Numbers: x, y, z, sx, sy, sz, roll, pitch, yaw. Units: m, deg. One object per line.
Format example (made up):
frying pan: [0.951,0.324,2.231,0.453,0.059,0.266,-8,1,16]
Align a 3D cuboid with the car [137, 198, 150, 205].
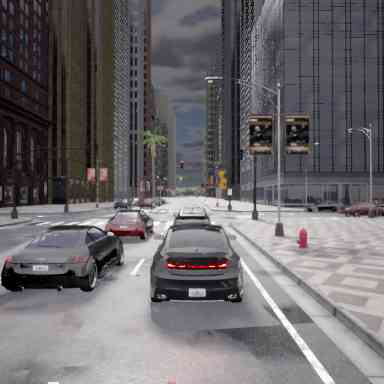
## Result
car: [-9.837,1.927,67.780,1.994,1.385,4.181,0,0,1]

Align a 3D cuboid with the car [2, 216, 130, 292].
car: [-3.166,1.576,9.010,1.994,1.385,4.181,0,0,1]

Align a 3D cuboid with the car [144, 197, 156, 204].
car: [-9.847,1.991,78.374,2.033,1.411,5.357,0,0,0]

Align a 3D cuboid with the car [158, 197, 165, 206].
car: [-6.643,1.656,60.106,2.097,1.767,4.553,0,0,0]

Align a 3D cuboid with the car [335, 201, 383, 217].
car: [15.280,1.578,29.274,4.206,1.307,1.802,0,0,-1]

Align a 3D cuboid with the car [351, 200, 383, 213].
car: [20.779,1.644,37.892,4.313,1.339,1.947,0,0,-1]

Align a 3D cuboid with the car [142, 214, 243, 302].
car: [0.091,1.515,8.234,1.837,1.490,4.892,0,0,0]

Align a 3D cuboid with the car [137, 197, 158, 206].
car: [-6.657,1.710,50.068,1.882,1.535,5.008,0,0,0]

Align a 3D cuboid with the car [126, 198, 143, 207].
car: [-9.903,1.779,57.894,2.128,1.511,4.902,0,0,0]

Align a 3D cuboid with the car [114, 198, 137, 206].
car: [-9.908,1.768,48.339,2.033,1.411,5.357,0,0,0]

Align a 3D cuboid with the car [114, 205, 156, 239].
car: [-3.170,1.602,17.409,1.994,1.385,4.181,0,0,0]

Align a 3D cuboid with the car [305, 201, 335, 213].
car: [15.139,1.663,37.798,4.313,1.339,1.947,0,0,-1]

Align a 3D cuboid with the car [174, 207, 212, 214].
car: [0.028,1.530,17.556,2.128,1.511,4.902,0,0,0]
